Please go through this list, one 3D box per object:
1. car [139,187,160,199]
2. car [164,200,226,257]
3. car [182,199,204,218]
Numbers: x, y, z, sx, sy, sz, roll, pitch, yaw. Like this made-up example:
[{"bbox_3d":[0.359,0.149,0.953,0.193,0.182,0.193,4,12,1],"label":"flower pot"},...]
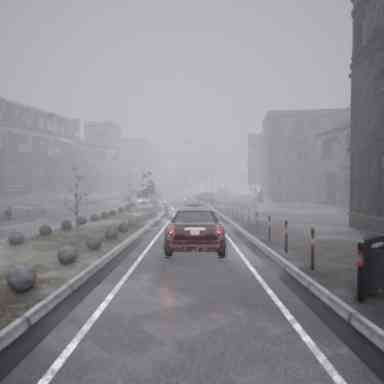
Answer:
[{"bbox_3d":[-6.641,0.070,52.189,2.097,1.767,4.553,1,2,14],"label":"car"},{"bbox_3d":[0.101,1.346,13.015,2.097,1.767,4.553,0,0,0],"label":"car"},{"bbox_3d":[-0.023,1.488,30.611,1.837,1.490,4.892,0,0,-2],"label":"car"}]
